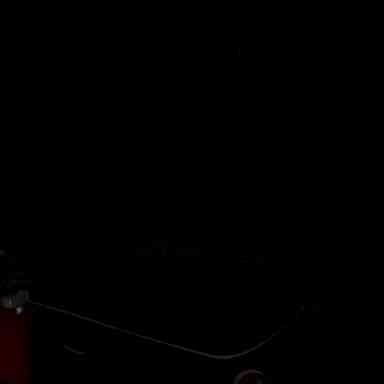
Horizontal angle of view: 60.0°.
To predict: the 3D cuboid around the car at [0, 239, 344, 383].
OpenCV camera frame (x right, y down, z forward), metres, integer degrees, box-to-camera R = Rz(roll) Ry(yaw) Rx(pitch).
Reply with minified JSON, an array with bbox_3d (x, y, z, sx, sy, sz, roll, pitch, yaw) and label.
[{"bbox_3d":[-0.831,1.356,3.846,4.553,1.767,2.185,0,0,36],"label":"car"}]
